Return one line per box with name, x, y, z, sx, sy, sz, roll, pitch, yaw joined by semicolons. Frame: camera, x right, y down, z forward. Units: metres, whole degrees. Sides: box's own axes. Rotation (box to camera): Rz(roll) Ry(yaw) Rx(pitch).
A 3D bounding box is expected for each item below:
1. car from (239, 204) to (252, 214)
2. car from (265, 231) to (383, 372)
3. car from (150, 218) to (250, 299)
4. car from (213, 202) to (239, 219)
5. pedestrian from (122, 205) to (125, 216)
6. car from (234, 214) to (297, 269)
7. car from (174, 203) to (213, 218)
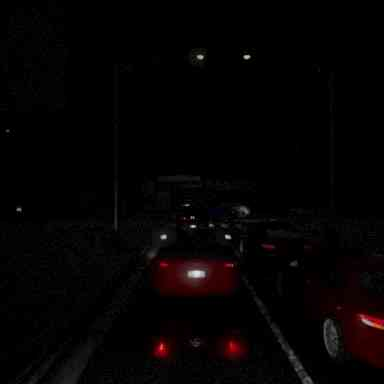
car;3.042;1.665;30.144;4.674;1.442;1.812;0;-1;0
car;2.655;1.609;5.577;1.802;1.307;4.206;1;0;0
car;0.099;1.606;8.606;1.994;1.385;4.181;0;0;0
car;1.204;1.638;27.185;4.674;1.442;1.812;0;0;0
pedestrian;-6.800;1.826;33.096;0.500;1.100;0.500;0;-1;0
car;2.659;1.635;11.016;1.802;1.307;4.206;1;0;0
car;0.001;1.601;19.892;1.837;1.490;4.892;0;0;-1
